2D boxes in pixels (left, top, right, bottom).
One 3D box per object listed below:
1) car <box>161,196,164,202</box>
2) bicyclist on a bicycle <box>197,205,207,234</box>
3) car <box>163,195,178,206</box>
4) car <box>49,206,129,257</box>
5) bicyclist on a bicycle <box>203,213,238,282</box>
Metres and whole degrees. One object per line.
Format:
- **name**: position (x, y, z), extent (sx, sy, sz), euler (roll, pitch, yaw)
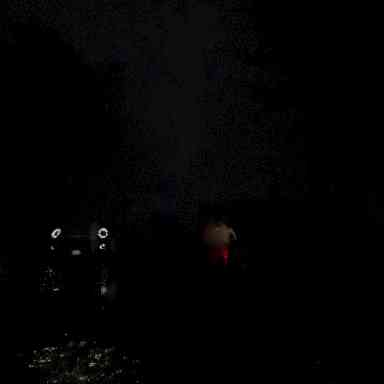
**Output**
- **car**: position (-5.749, 1.462, 73.483), extent (2.033, 1.411, 5.357), euler (0, 0, -9)
- **bicyclist on a bicycle**: position (0.576, 1.501, 17.682), extent (0.582, 1.620, 1.656), euler (0, 0, -2)
- **car**: position (-3.399, 1.558, 56.944), extent (2.033, 1.411, 5.357), euler (0, 0, -7)
- **car**: position (-3.841, 1.387, 13.070), extent (2.097, 1.767, 4.553), euler (0, 0, -2)
- **bicyclist on a bicycle**: position (0.835, 1.463, 8.819), extent (0.866, 1.612, 1.509), euler (0, -1, -1)
